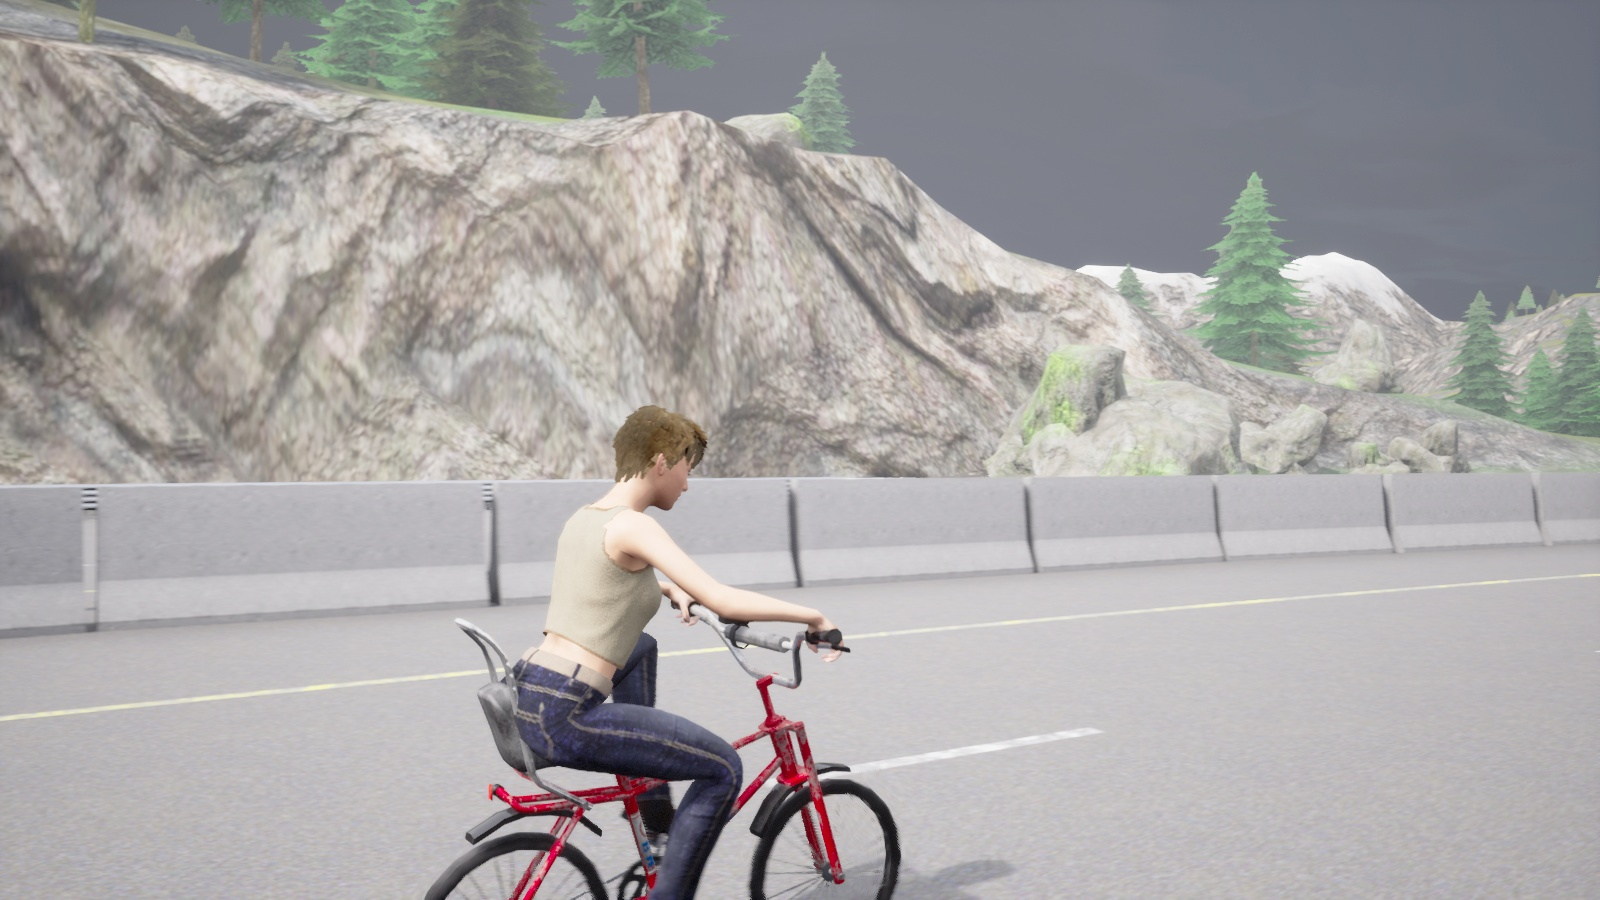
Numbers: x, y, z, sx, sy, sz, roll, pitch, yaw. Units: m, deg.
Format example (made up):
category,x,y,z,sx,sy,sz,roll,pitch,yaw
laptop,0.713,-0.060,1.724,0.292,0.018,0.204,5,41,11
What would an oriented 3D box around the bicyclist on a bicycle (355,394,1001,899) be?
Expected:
category,x,y,z,sx,sy,sz,roll,pitch,yaw
bicyclist on a bicycle,-0.316,0.689,3.404,1.509,1.612,0.866,0,0,-34
